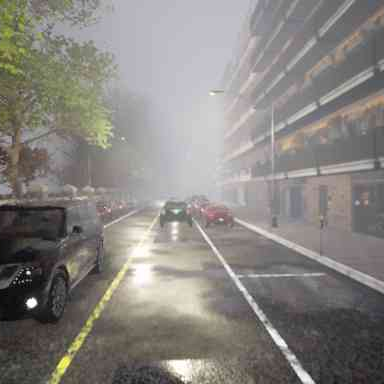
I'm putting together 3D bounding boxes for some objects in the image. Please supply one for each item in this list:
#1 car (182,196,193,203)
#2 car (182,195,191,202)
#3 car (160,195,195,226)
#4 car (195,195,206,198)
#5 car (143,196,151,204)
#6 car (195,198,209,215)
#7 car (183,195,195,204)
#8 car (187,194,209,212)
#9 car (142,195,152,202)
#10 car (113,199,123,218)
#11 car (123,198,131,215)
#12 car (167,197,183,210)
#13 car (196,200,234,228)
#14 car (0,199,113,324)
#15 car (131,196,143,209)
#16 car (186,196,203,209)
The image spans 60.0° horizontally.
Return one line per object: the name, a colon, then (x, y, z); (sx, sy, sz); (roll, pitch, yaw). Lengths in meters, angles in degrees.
car: (-0.895, 1.419, 66.563); (1.947, 1.339, 4.313); (-1, 0, -3)
car: (-1.214, 1.373, 72.356); (1.752, 1.417, 4.829); (-1, 0, -3)
car: (-1.115, 1.298, 23.055); (2.097, 1.767, 4.553); (-1, 0, -3)
car: (0.954, 1.345, 32.832); (1.967, 1.590, 4.097); (-1, 0, -3)
car: (-8.946, 1.464, 60.312); (1.752, 1.417, 4.829); (-1, 0, -3)
car: (1.263, 1.459, 27.211); (1.887, 1.381, 4.507); (-1, 0, -3)
car: (-0.589, 1.300, 60.941); (1.967, 1.590, 4.097); (-1, 0, -3)
car: (0.643, 1.210, 38.453); (2.192, 1.841, 5.009); (-1, 0, -3)
car: (-9.563, 1.452, 71.556); (1.752, 1.417, 4.829); (-1, 0, -3)
car: (-7.105, 1.434, 26.752); (1.967, 1.590, 4.097); (-1, 0, -3)
car: (-7.414, 1.424, 32.371); (1.967, 1.590, 4.097); (-1, 0, -3)
car: (-2.179, 1.415, 42.593); (1.837, 1.490, 4.892); (-1, 0, -3)
car: (1.572, 1.470, 21.589); (1.887, 1.381, 4.507); (-1, 0, -3)
car: (-3.453, 1.231, 7.461); (2.150, 2.045, 5.566); (-1, 0, -3)
car: (-8.029, 1.514, 43.616); (2.008, 1.369, 4.403); (-1, 0, -3)
car: (0.337, 1.325, 44.076); (1.967, 1.590, 4.097); (-1, 0, -3)
